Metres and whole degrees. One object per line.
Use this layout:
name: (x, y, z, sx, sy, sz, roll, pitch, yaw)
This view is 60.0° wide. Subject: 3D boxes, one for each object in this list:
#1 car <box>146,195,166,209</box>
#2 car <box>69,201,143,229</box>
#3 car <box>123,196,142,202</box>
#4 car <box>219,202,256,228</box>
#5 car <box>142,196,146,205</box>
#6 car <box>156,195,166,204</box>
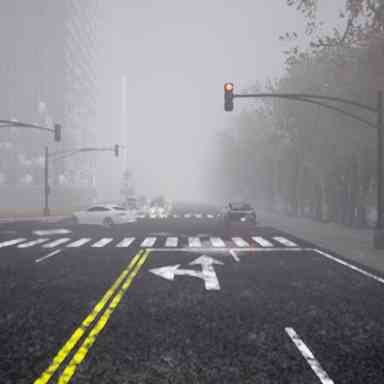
car: (-4.695, 1.424, 45.098, 2.128, 1.511, 4.902, 0, 0, -3)
car: (-5.764, 1.523, 21.411, 4.674, 1.442, 1.812, 0, 0, 28)
car: (-7.813, 1.461, 42.422, 1.812, 1.442, 4.674, 0, 0, -3)
car: (2.944, 1.422, 22.031, 2.128, 1.511, 4.902, -2, -1, -2)
car: (-8.704, 1.422, 57.823, 1.837, 1.490, 4.892, 0, 0, -4)
car: (-5.737, 1.419, 62.365, 1.837, 1.490, 4.892, 0, 0, -4)
